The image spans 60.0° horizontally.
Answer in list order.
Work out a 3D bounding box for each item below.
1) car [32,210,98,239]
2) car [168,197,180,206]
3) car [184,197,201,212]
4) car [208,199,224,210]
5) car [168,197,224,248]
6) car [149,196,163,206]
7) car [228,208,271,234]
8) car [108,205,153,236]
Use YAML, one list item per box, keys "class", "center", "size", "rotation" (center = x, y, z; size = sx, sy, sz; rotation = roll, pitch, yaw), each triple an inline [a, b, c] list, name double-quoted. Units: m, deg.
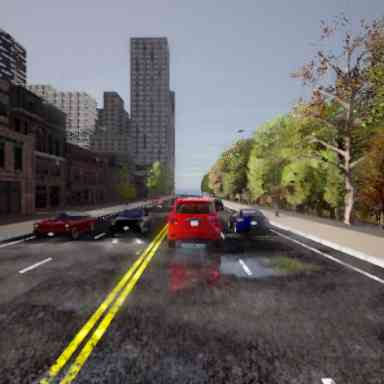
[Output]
- class: "car"
  center: [-6.604, 1.680, 17.804]
  size: [1.895, 1.301, 4.718]
  rotation: [0, 0, 0]
- class: "car"
  center: [-3.289, 1.769, 60.682]
  size: [1.837, 1.490, 4.892]
  rotation: [0, 0, 0]
- class: "car"
  center: [0.088, 1.542, 43.132]
  size: [2.097, 1.767, 4.553]
  rotation: [0, 0, 0]
- class: "car"
  center: [3.338, 1.710, 46.566]
  size: [1.837, 1.490, 4.892]
  rotation: [0, 0, 0]
- class: "car"
  center: [0.097, 1.292, 15.383]
  size: [2.150, 2.045, 5.566]
  rotation: [0, 0, 0]
- class: "car"
  center: [-6.539, 1.617, 60.774]
  size: [2.097, 1.767, 4.553]
  rotation: [0, 0, 0]
- class: "car"
  center: [3.343, 1.654, 19.949]
  size: [1.994, 1.385, 4.181]
  rotation: [0, 0, 0]
- class: "car"
  center: [-3.351, 1.648, 18.918]
  size: [1.994, 1.385, 4.181]
  rotation: [0, 0, 0]
